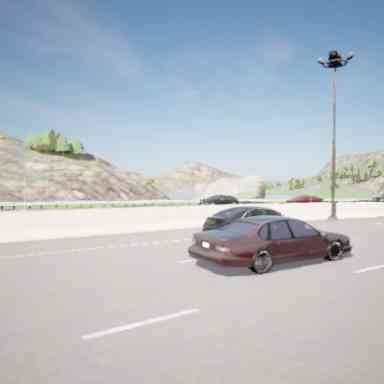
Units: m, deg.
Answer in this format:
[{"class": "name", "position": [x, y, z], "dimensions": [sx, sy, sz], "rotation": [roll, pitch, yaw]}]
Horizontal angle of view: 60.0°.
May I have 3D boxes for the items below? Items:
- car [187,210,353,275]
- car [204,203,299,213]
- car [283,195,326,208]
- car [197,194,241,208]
[{"class": "car", "position": [2.504, 1.440, 10.038], "dimensions": [5.357, 1.411, 2.033], "rotation": [0, 1, -32]}, {"class": "car", "position": [2.748, 1.350, 14.044], "dimensions": [4.892, 1.490, 1.837], "rotation": [0, 0, -32]}, {"class": "car", "position": [13.661, 1.100, 40.162], "dimensions": [5.008, 1.535, 1.882], "rotation": [0, 1, -25]}, {"class": "car", "position": [3.210, 1.049, 38.758], "dimensions": [4.892, 1.490, 1.837], "rotation": [1, 0, -28]}]
